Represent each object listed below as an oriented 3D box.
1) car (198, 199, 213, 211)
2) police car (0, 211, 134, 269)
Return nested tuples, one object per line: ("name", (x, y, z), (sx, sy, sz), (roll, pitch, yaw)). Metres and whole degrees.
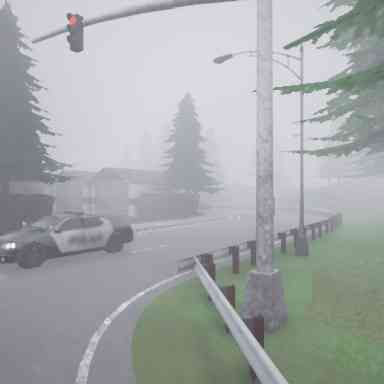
("car", (0.271, 1.489, 40.501), (4.902, 1.511, 2.128), (0, 0, 37))
("police car", (-4.420, 1.479, 11.404), (2.038, 1.542, 4.974), (1, 0, 38))
